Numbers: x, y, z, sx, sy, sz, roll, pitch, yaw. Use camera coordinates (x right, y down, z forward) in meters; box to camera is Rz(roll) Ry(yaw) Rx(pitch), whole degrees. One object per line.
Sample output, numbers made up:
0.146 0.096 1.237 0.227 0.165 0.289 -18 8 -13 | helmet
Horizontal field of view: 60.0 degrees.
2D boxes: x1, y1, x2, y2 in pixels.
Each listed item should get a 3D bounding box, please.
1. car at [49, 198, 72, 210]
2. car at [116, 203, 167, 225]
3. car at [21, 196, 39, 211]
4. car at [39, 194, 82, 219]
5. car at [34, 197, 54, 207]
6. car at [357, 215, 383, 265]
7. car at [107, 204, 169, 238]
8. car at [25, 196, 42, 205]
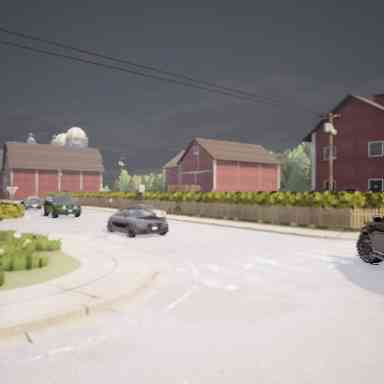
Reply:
-17.450 1.571 44.049 1.994 1.385 4.181 0 0 -35 | car
-3.985 1.607 25.510 1.895 1.301 4.718 0 0 -36 | car
-19.972 1.494 41.356 2.128 1.511 4.902 0 0 -36 | car
-11.716 1.228 29.867 2.150 2.045 5.566 0 0 -36 | car
-23.148 1.571 51.856 1.994 1.385 4.181 0 0 -36 | car
6.216 1.229 8.496 2.150 2.045 5.566 1 0 9 | car
-2.954 1.567 17.723 1.994 1.385 4.181 0 0 -36 | car
-27.766 1.485 58.254 1.882 1.535 5.008 0 0 -36 | car
